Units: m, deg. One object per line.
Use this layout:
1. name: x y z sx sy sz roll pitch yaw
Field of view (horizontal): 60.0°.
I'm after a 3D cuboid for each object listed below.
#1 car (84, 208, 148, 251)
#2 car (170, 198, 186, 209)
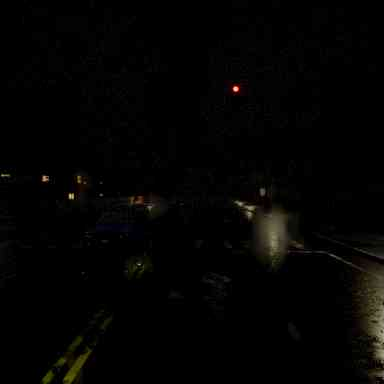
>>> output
1. car: -3.091 1.494 14.396 1.882 1.535 5.008 0 0 1
2. car: -1.909 1.620 47.146 1.837 1.490 4.892 0 0 3
